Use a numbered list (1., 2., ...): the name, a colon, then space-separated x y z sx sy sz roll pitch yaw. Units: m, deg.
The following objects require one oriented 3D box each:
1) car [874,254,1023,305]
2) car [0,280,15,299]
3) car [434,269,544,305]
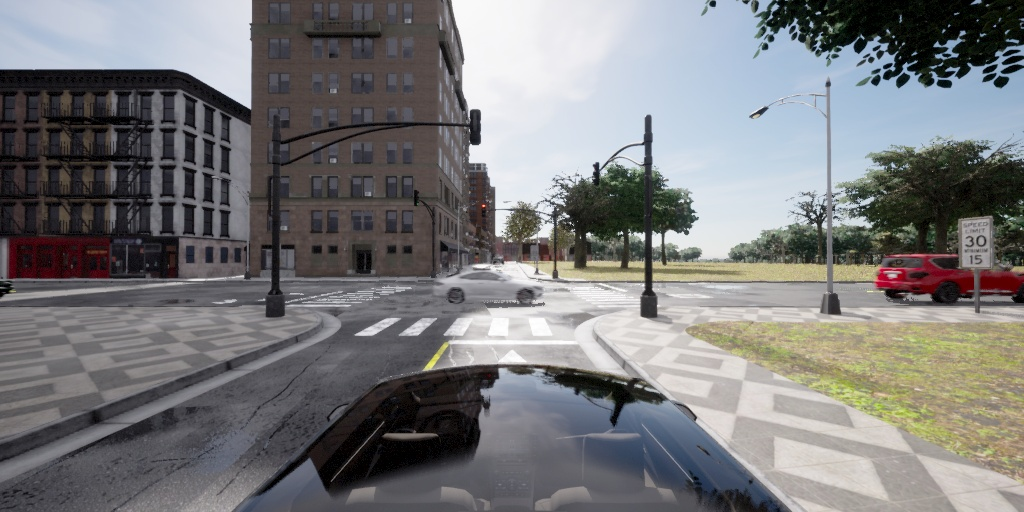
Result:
1. car: 19.056 0.953 15.437 5.566 2.045 2.150 0 -1 0
2. car: -24.864 1.305 15.437 4.718 1.301 1.895 0 -1 0
3. car: -0.987 1.290 15.432 4.674 1.442 1.812 0 0 0
